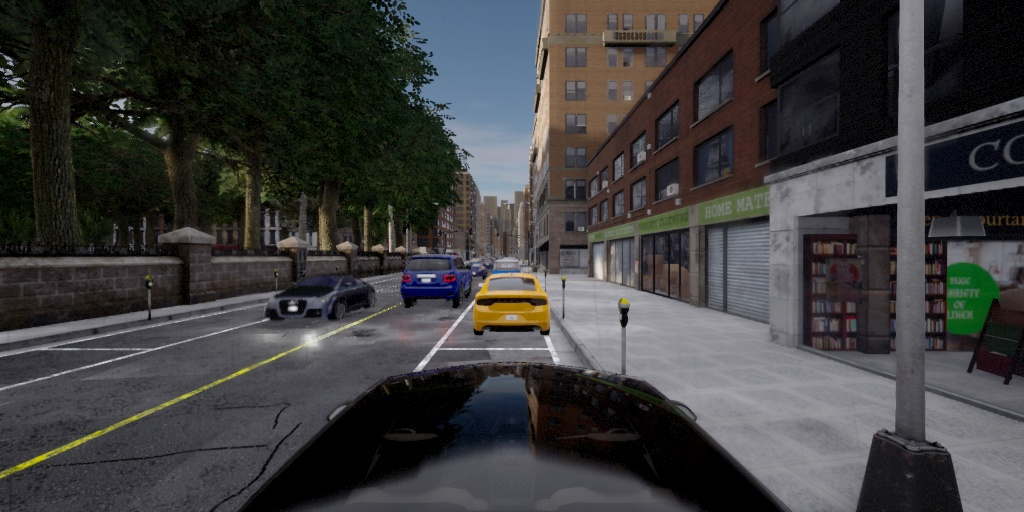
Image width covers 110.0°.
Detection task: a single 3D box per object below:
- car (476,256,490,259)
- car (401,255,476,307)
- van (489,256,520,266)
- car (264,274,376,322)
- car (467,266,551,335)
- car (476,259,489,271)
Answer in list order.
[{"bbox_3d":[-3.046,1.069,46.041,2.097,1.767,4.553,0,0,0],"label":"car"},{"bbox_3d":[-3.049,0.967,15.451,2.150,2.045,5.566,0,0,0],"label":"car"},{"bbox_3d":[-0.289,1.083,21.849,1.690,1.789,3.998,0,0,0],"label":"van"},{"bbox_3d":[-6.245,1.311,12.207,1.994,1.385,4.181,0,0,0],"label":"car"},{"bbox_3d":[-0.005,1.225,10.500,1.882,1.535,5.008,0,0,0],"label":"car"},{"bbox_3d":[-3.145,1.260,31.717,1.812,1.442,4.674,0,0,0],"label":"car"}]
